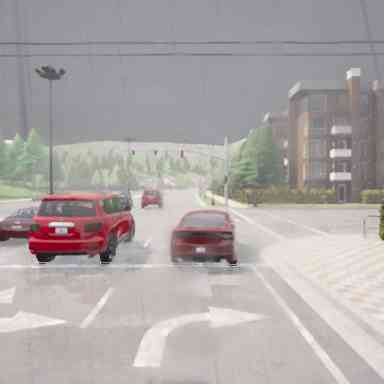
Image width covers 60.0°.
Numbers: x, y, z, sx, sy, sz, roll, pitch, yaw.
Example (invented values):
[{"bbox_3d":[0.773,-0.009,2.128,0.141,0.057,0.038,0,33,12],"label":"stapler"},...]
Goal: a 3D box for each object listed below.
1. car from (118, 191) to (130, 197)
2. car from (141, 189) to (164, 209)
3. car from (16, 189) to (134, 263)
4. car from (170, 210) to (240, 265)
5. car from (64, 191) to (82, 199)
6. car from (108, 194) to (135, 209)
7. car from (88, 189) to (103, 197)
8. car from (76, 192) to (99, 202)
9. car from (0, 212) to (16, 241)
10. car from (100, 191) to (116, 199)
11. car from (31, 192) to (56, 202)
[{"bbox_3d":[-16.344,0.364,80.339,1.994,1.385,4.181,0,1,0],"label":"car"},{"bbox_3d":[-4.297,0.716,36.635,2.150,2.045,5.566,0,1,-2],"label":"car"},{"bbox_3d":[-3.440,1.064,11.427,2.150,2.045,5.566,0,1,0],"label":"car"},{"bbox_3d":[0.555,1.322,11.148,1.882,1.535,5.008,0,1,7],"label":"car"},{"bbox_3d":[-23.340,0.623,65.521,1.812,1.442,4.674,0,1,0],"label":"car"},{"bbox_3d":[-7.834,0.974,37.546,2.128,1.511,4.902,0,1,-2],"label":"car"},{"bbox_3d":[-23.344,0.151,80.649,2.097,1.767,4.553,0,1,0],"label":"car"},{"bbox_3d":[-16.351,0.770,52.367,2.128,1.511,4.902,0,1,0],"label":"car"},{"bbox_3d":[-7.032,1.351,15.333,1.994,1.385,4.181,0,1,-1],"label":"car"},{"bbox_3d":[-16.354,0.583,64.961,1.882,1.535,5.008,0,1,0],"label":"car"},{"bbox_3d":[-23.345,0.805,52.353,1.812,1.442,4.674,0,1,0],"label":"car"}]
